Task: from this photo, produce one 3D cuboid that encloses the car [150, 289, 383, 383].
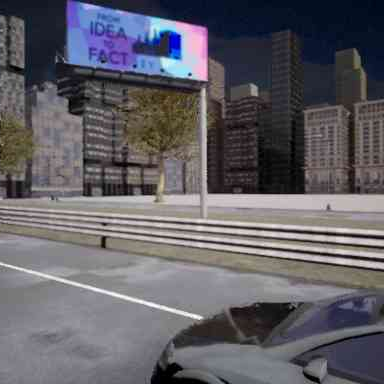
[{"bbox_3d":[1.652,1.562,2.690,4.181,1.385,1.994,0,0,36],"label":"car"}]
